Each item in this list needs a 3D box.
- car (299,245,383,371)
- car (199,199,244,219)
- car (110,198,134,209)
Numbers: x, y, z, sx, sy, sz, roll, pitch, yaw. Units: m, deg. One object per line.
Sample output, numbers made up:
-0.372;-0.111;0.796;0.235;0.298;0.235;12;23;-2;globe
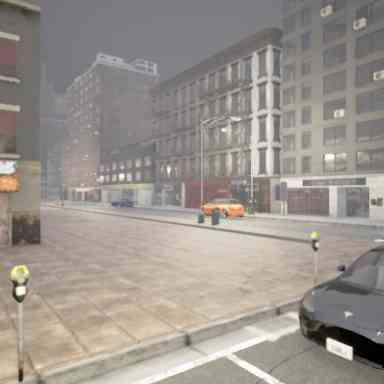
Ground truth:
3.595;1.568;5.378;4.313;1.339;1.947;0;0;-36;car
2.561;1.411;30.171;2.097;1.767;4.553;0;0;-36;car
-10.161;1.600;48.012;1.882;1.535;5.008;0;0;-35;car
